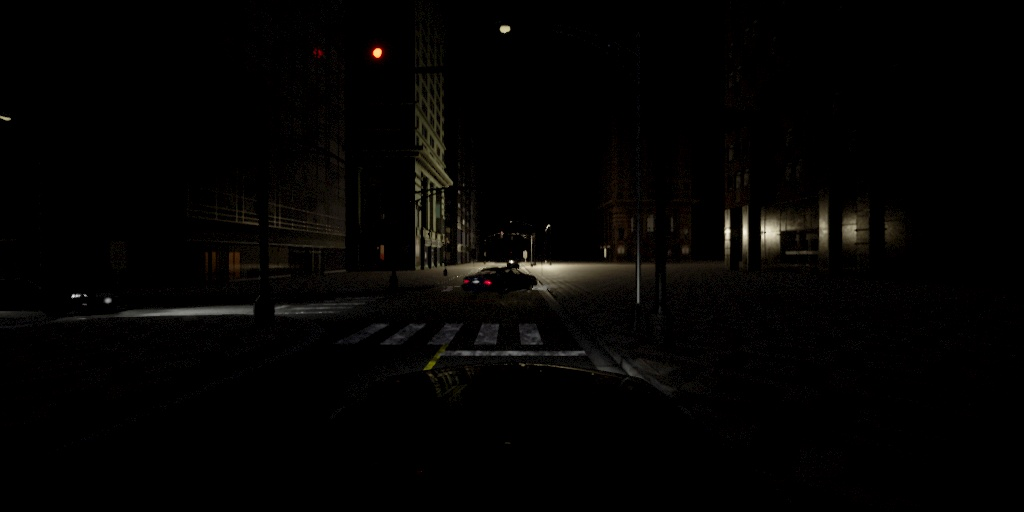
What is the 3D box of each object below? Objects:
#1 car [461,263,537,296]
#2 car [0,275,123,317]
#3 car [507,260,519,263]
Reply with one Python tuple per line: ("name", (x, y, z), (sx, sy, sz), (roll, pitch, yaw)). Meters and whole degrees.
("car", (-0.532, 1.290, 19.349), (2.033, 1.411, 5.357), (0, 0, 28))
("car", (-17.958, 1.486, 13.731), (4.902, 1.511, 2.128), (-1, 0, -1))
("car", (0.147, 1.305, 53.352), (1.994, 1.385, 4.181), (0, 0, 0))
